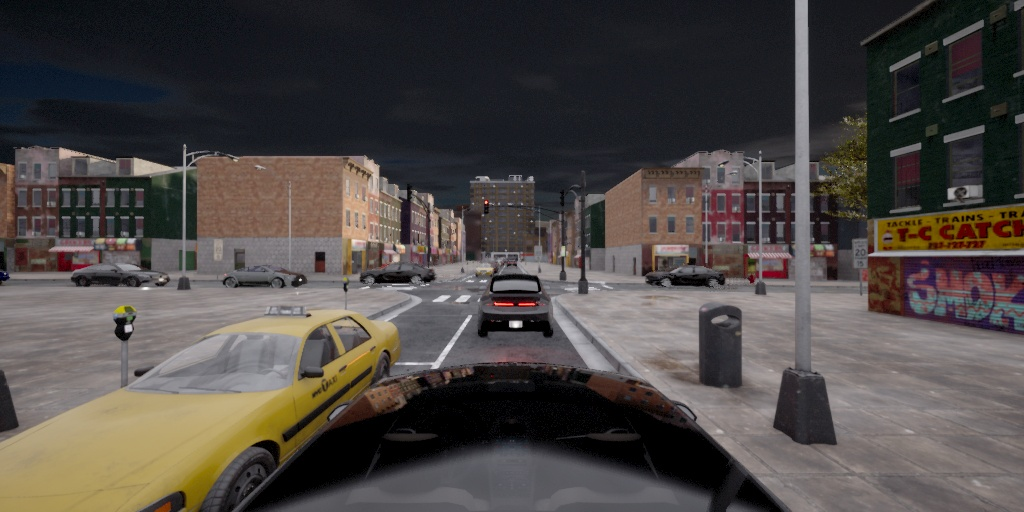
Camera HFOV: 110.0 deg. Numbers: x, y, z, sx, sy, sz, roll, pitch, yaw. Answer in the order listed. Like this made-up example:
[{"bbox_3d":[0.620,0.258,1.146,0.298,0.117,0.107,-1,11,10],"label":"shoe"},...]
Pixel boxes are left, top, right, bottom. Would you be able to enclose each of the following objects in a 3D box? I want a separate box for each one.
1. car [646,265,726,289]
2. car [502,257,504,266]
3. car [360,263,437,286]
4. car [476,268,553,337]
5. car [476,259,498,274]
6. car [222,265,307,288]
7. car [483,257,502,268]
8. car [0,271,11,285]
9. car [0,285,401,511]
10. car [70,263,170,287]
[{"bbox_3d":[11.690,1.384,24.318,5.008,1.535,1.882,1,0,0],"label":"car"},{"bbox_3d":[-2.710,1.354,63.112,1.751,1.417,4.829,0,0,0],"label":"car"},{"bbox_3d":[-7.627,1.197,24.185,5.008,1.535,1.882,0,0,0],"label":"car"},{"bbox_3d":[0.086,1.256,10.320,1.837,1.490,4.892,0,0,0],"label":"car"},{"bbox_3d":[-2.678,1.300,35.894,1.751,1.417,4.829,0,0,0],"label":"car"},{"bbox_3d":[-14.501,1.218,21.183,4.181,1.385,1.994,0,0,0],"label":"car"},{"bbox_3d":[-2.684,1.098,41.507,2.192,1.841,5.009,0,0,0],"label":"car"},{"bbox_3d":[-32.919,1.143,21.071,4.718,1.301,1.895,0,0,0],"label":"car"},{"bbox_3d":[-2.640,1.275,3.937,1.751,1.417,4.829,0,0,0],"label":"car"},{"bbox_3d":[-23.022,1.119,21.133,4.674,1.442,1.812,0,0,0],"label":"car"}]
